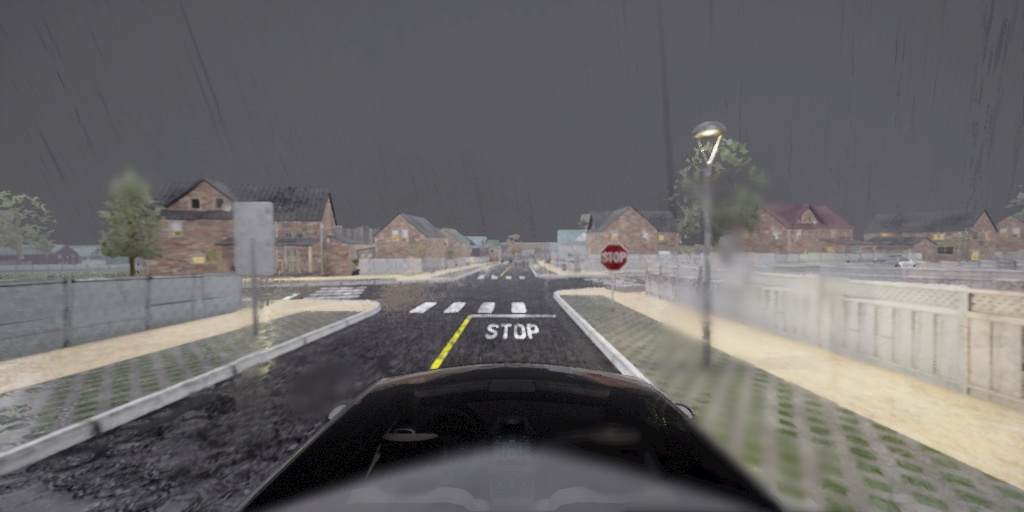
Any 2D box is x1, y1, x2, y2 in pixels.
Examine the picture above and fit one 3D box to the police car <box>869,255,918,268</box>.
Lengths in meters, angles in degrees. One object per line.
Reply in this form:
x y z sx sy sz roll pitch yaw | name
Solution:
37.451 0.721 35.312 4.974 1.542 2.038 -1 3 -17 | police car
